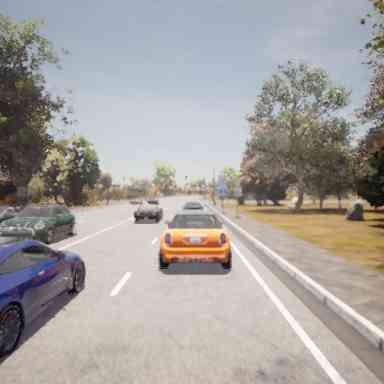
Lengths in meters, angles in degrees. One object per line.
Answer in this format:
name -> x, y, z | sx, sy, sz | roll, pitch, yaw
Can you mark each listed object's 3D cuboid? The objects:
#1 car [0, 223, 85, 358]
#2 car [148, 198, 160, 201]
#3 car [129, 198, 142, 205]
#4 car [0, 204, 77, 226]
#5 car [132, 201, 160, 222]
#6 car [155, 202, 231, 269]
car -> -3.407, 1.540, 5.880 | 1.812, 1.442, 4.674 | 0, 0, 0
car -> -7.041, 1.752, 60.606 | 1.895, 1.301, 4.718 | 0, 0, 1
car -> -10.528, 1.759, 62.222 | 1.895, 1.301, 4.718 | 0, 0, 1
car -> -7.101, 1.390, 15.665 | 2.097, 1.767, 4.553 | 0, 0, 0
car -> -3.402, 1.668, 26.936 | 1.895, 1.301, 4.718 | 0, 0, 0
car -> 0.098, 1.381, 11.478 | 2.097, 1.767, 4.553 | 0, 0, 0
